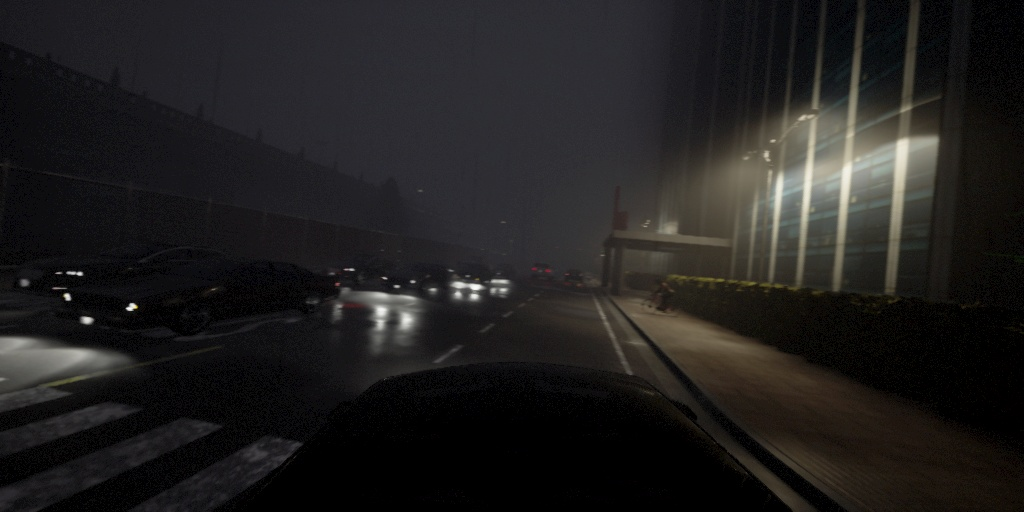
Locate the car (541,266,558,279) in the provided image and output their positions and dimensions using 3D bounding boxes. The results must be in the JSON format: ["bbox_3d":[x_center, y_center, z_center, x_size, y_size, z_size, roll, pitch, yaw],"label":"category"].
[{"bbox_3d":[5.467,2.303,51.807,1.882,1.535,5.008,6,0,11],"label":"car"}]

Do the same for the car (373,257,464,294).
[{"bbox_3d":[-4.501,1.023,18.261,2.033,1.411,5.357,6,-1,11],"label":"car"}]

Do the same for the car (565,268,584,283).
[{"bbox_3d":[7.672,2.313,44.120,2.097,1.767,4.553,6,-1,11],"label":"car"}]

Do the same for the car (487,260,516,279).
[{"bbox_3d":[-0.817,1.541,37.671,2.128,1.511,4.902,6,-1,11],"label":"car"}]

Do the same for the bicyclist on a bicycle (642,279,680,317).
[{"bbox_3d":[6.683,1.862,15.987,1.656,1.620,0.582,6,-1,11],"label":"bicyclist on a bicycle"}]

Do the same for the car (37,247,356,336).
[{"bbox_3d":[-6.354,0.733,8.409,2.033,1.411,5.357,6,-1,11],"label":"car"}]

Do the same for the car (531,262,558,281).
[{"bbox_3d":[3.617,1.753,41.604,2.150,2.045,5.566,6,-1,11],"label":"car"}]

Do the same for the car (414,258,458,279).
[{"bbox_3d":[-6.035,1.002,28.977,1.994,1.385,4.181,6,-1,10],"label":"car"}]

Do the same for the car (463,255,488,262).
[{"bbox_3d":[-4.029,0.968,39.260,2.150,2.045,5.566,6,-1,12],"label":"car"}]

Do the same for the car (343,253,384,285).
[{"bbox_3d":[-7.884,0.640,19.093,2.128,1.511,4.902,6,-1,11],"label":"car"}]

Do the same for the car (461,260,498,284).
[{"bbox_3d":[-2.761,1.312,27.478,1.994,1.385,4.181,6,-1,11],"label":"car"}]

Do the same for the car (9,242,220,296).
[{"bbox_3d":[-9.645,0.366,9.859,2.128,1.511,4.902,6,-1,11],"label":"car"}]
